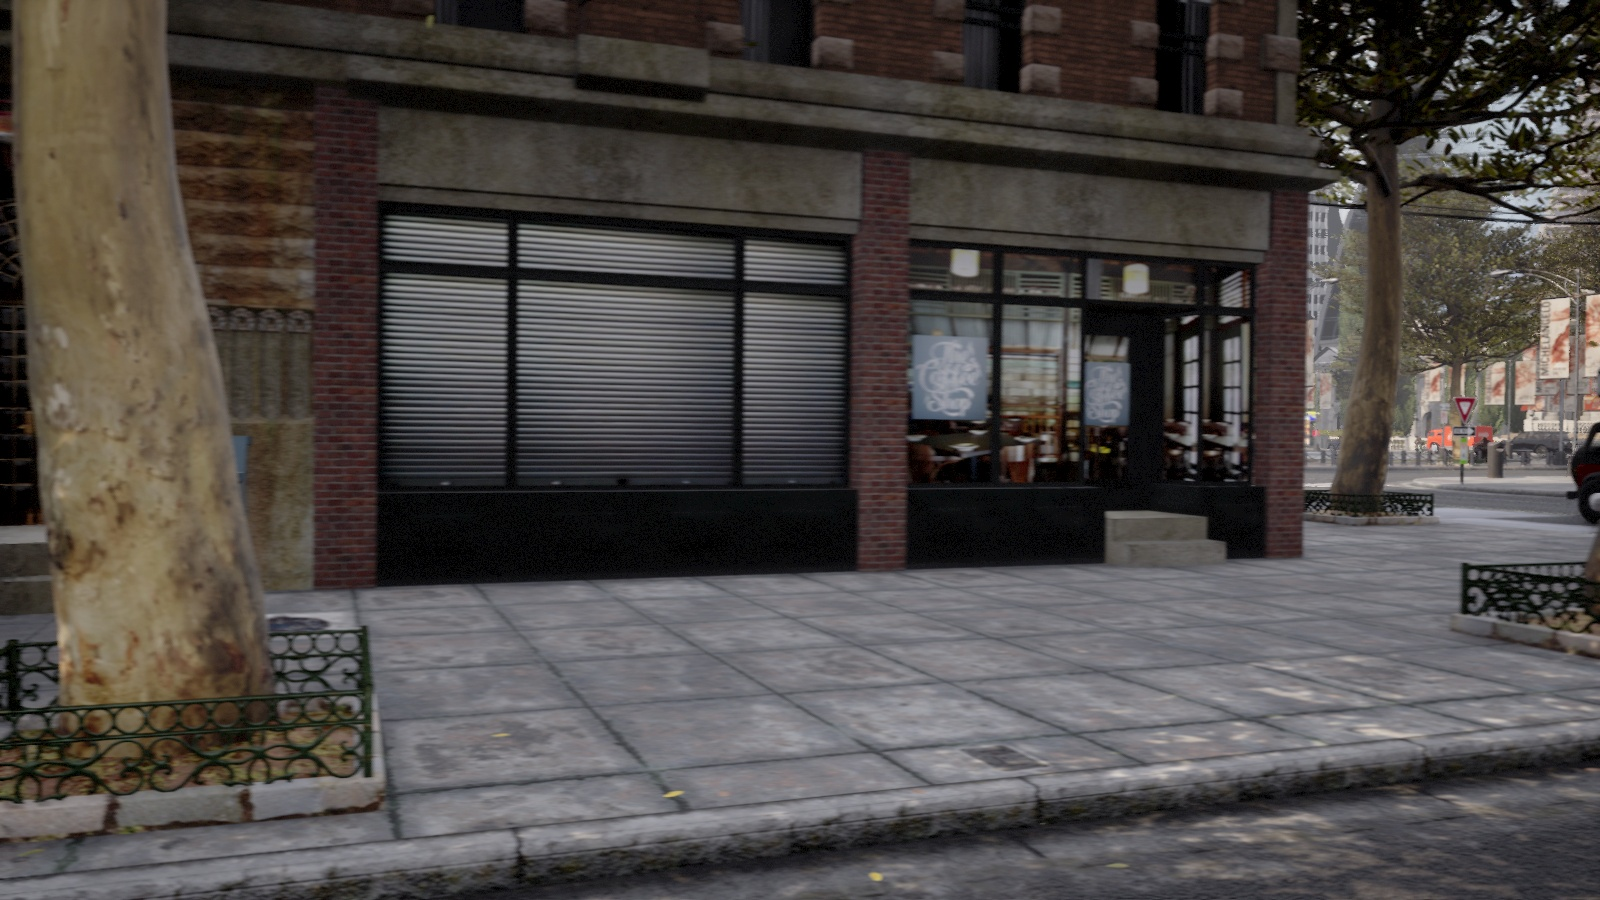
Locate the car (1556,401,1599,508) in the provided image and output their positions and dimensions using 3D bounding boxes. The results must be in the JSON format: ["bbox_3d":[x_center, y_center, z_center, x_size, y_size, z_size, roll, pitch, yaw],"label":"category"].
[{"bbox_3d":[15.398,0.080,21.469,1.905,1.878,3.866,-1,1,-22],"label":"car"}]
